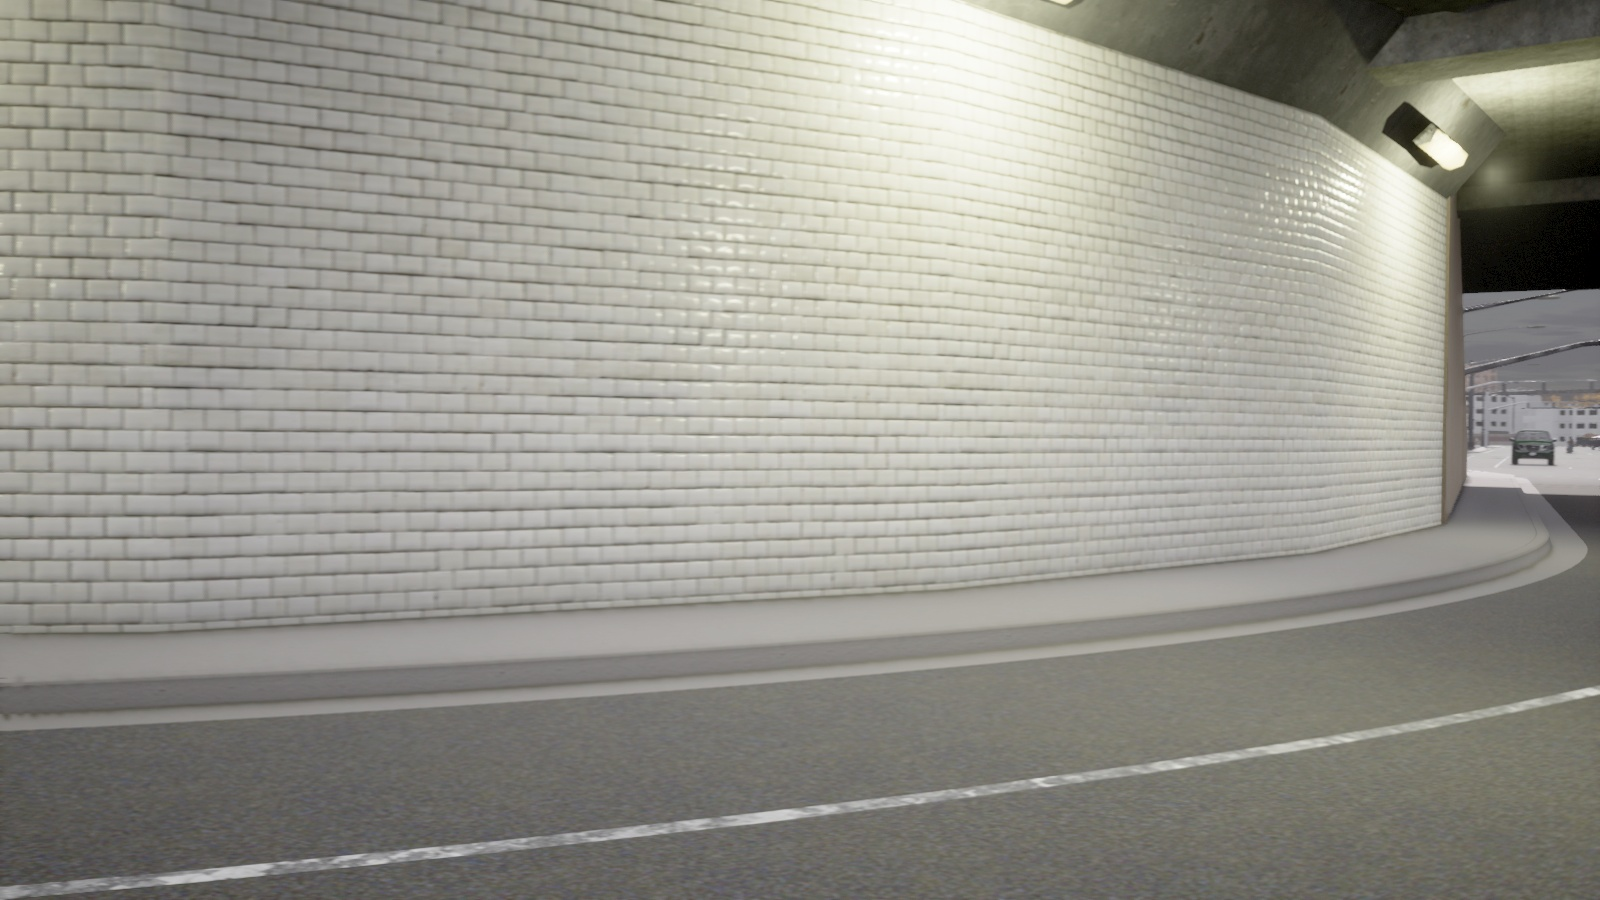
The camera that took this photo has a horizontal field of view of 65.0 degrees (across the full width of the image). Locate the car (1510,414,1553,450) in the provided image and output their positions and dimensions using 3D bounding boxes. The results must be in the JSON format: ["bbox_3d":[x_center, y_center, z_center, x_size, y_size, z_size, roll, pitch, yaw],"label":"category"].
[{"bbox_3d":[43.524,-1.103,74.727,2.150,2.045,5.566,0,1,30],"label":"car"}]
